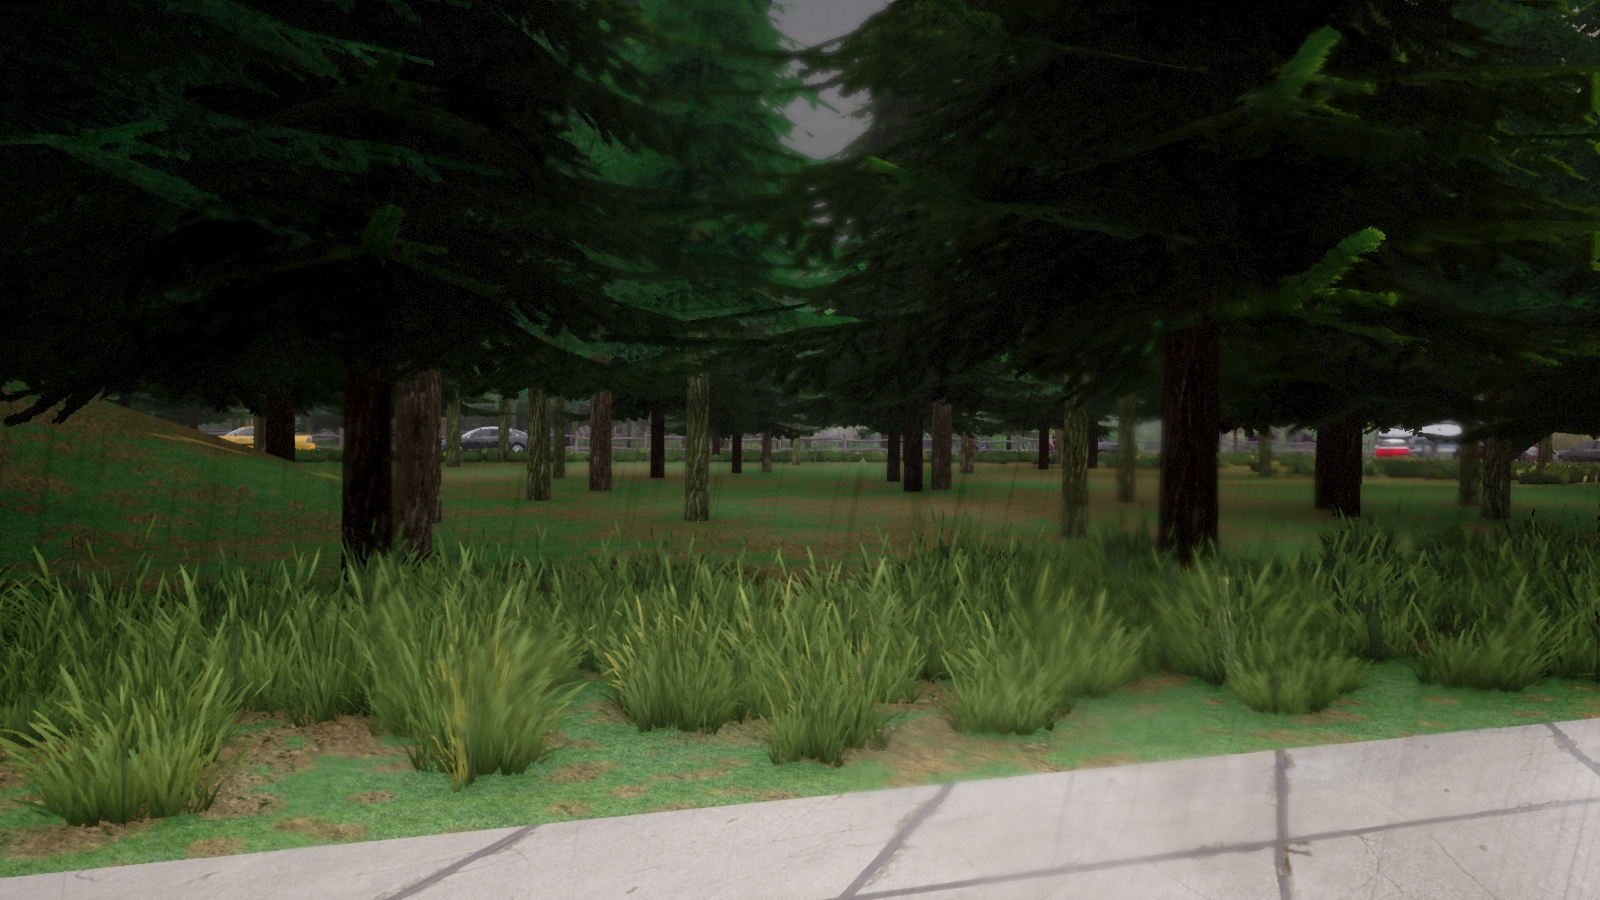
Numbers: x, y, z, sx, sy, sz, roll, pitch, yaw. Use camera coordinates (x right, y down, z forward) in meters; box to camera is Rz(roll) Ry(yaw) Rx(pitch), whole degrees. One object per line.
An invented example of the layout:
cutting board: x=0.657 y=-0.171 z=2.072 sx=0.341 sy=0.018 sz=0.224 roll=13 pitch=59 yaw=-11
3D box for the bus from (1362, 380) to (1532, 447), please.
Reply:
bus: x=42.684 y=-2.396 z=82.883 sx=10.273 sy=4.253 sz=3.944 roll=-1 pitch=1 yaw=-19

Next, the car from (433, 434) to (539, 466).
car: x=-15.475 y=-0.037 z=61.913 sx=4.892 sy=1.490 sz=1.837 roll=-1 pitch=1 yaw=-21

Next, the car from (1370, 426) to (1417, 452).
car: x=33.264 y=-0.626 z=70.397 sx=1.481 sy=1.376 sz=2.207 roll=-1 pitch=1 yaw=-3

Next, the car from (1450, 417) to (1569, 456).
car: x=33.241 y=-0.636 z=59.011 sx=2.097 sy=1.767 sz=4.553 roll=-1 pitch=1 yaw=-22

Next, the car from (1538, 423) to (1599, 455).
car: x=37.244 y=-0.524 z=58.464 sx=1.837 sy=1.490 sz=4.892 roll=-1 pitch=1 yaw=-22

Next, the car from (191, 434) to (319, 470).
car: x=-25.178 y=0.062 z=58.221 sx=5.366 sy=1.575 sz=1.801 roll=-1 pitch=1 yaw=-21

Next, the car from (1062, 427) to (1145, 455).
car: x=16.977 y=-0.523 z=70.245 sx=4.193 sy=1.474 sz=1.816 roll=-1 pitch=1 yaw=-19
